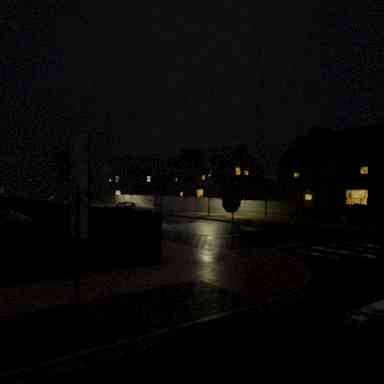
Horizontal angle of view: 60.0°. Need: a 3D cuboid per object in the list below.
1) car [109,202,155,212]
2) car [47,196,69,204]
[{"bbox_3d":[-4.663,1.462,25.400,1.895,1.301,4.718,0,0,-36],"label":"car"},{"bbox_3d":[-17.421,1.234,43.104,1.837,1.490,4.892,0,0,-36],"label":"car"}]
